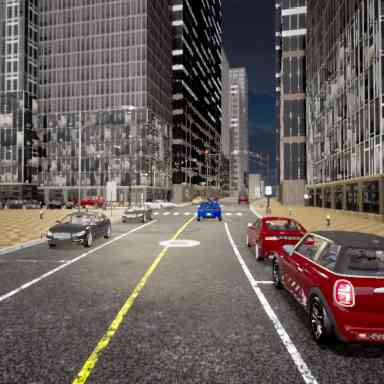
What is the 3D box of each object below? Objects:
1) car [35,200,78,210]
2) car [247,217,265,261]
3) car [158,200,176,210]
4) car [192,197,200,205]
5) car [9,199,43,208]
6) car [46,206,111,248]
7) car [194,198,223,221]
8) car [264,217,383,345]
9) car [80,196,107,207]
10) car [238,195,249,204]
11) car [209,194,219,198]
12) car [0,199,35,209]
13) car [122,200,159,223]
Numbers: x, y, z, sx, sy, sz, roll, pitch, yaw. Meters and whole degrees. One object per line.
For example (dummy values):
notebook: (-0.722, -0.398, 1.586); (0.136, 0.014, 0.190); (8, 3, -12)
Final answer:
car: (-16.960, 1.637, 41.939); (4.313, 1.339, 1.947); (0, -1, 13)
car: (3.006, 1.547, 11.979); (1.887, 1.381, 4.507); (1, 0, 3)
car: (-4.493, 1.691, 43.590); (4.718, 1.301, 1.895); (-1, -1, 33)
car: (1.159, 1.640, 62.540); (1.752, 1.417, 4.829); (1, 0, 12)
car: (-26.036, 1.833, 52.189); (4.403, 1.369, 2.008); (0, -1, 13)
car: (-4.881, 1.561, 14.887); (2.008, 1.369, 4.403); (1, 0, 3)
car: (1.478, 1.494, 27.147); (1.882, 1.535, 5.008); (0, 0, 5)
car: (2.814, 1.441, 6.340); (1.967, 1.590, 4.097); (1, 0, 2)
car: (-15.149, 1.534, 49.612); (5.009, 1.841, 2.192); (0, -1, 13)
car: (10.076, 1.410, 65.095); (2.192, 1.841, 5.009); (1, 0, 13)
car: (5.153, 1.490, 78.779); (2.192, 1.841, 5.009); (1, 0, 14)
car: (-22.401, 1.653, 43.229); (4.403, 1.369, 2.008); (0, -1, 13)
car: (-4.130, 1.573, 25.678); (2.008, 1.369, 4.403); (1, 0, 5)
